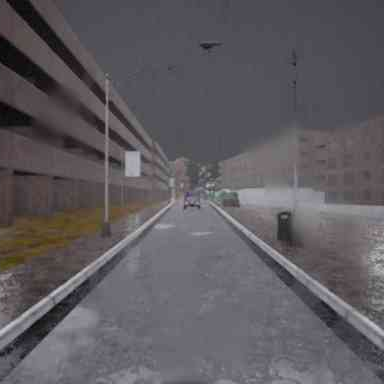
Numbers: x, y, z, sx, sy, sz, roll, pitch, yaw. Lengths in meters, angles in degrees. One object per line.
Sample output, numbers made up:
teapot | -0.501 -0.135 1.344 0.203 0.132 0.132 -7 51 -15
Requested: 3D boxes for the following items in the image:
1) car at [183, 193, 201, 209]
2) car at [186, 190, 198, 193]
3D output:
car | 0.007 1.105 36.215 2.033 1.411 5.357 0 1 0
car | 0.012 0.700 46.993 2.150 2.045 5.566 0 0 0
